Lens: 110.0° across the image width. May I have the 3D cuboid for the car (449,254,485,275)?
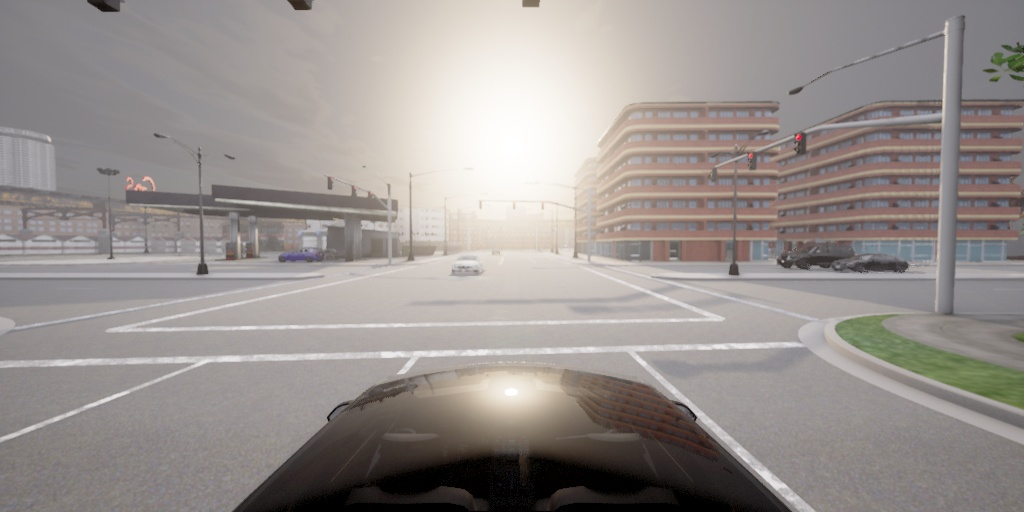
[{"bbox_3d":[-3.101,0.579,25.669,1.812,1.442,4.674,0,2,1],"label":"car"}]

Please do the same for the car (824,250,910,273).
[{"bbox_3d":[26.184,0.519,26.230,4.674,1.442,1.812,0,2,0],"label":"car"}]

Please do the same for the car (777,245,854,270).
[{"bbox_3d":[25.271,0.106,29.728,5.566,2.045,2.150,0,2,1],"label":"car"}]
